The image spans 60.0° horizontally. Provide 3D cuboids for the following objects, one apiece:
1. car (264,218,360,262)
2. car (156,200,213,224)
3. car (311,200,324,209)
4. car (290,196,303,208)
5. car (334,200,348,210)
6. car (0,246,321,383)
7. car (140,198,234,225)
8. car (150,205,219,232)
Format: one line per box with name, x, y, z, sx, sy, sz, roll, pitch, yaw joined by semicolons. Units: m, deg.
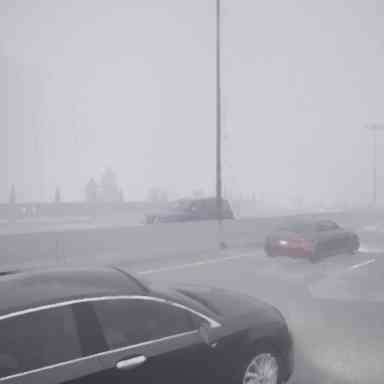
car;4.521;1.664;12.359;4.181;1.385;1.994;1;-1;-42
car;-0.518;1.556;27.249;2.097;1.767;4.553;0;-1;43
car;21.335;2.124;56.676;1.994;1.385;4.181;0;-1;20
car;19.552;1.848;62.241;2.150;2.045;5.566;0;-1;17
car;23.882;2.014;53.403;2.128;1.511;4.902;0;-1;21
car;-1.021;1.521;3.234;4.892;1.490;1.837;1;0;-36
car;-0.059;1.346;17.806;5.566;2.045;2.150;1;-1;-43
car;-0.411;1.687;22.344;4.674;1.442;1.812;1;-1;-45
